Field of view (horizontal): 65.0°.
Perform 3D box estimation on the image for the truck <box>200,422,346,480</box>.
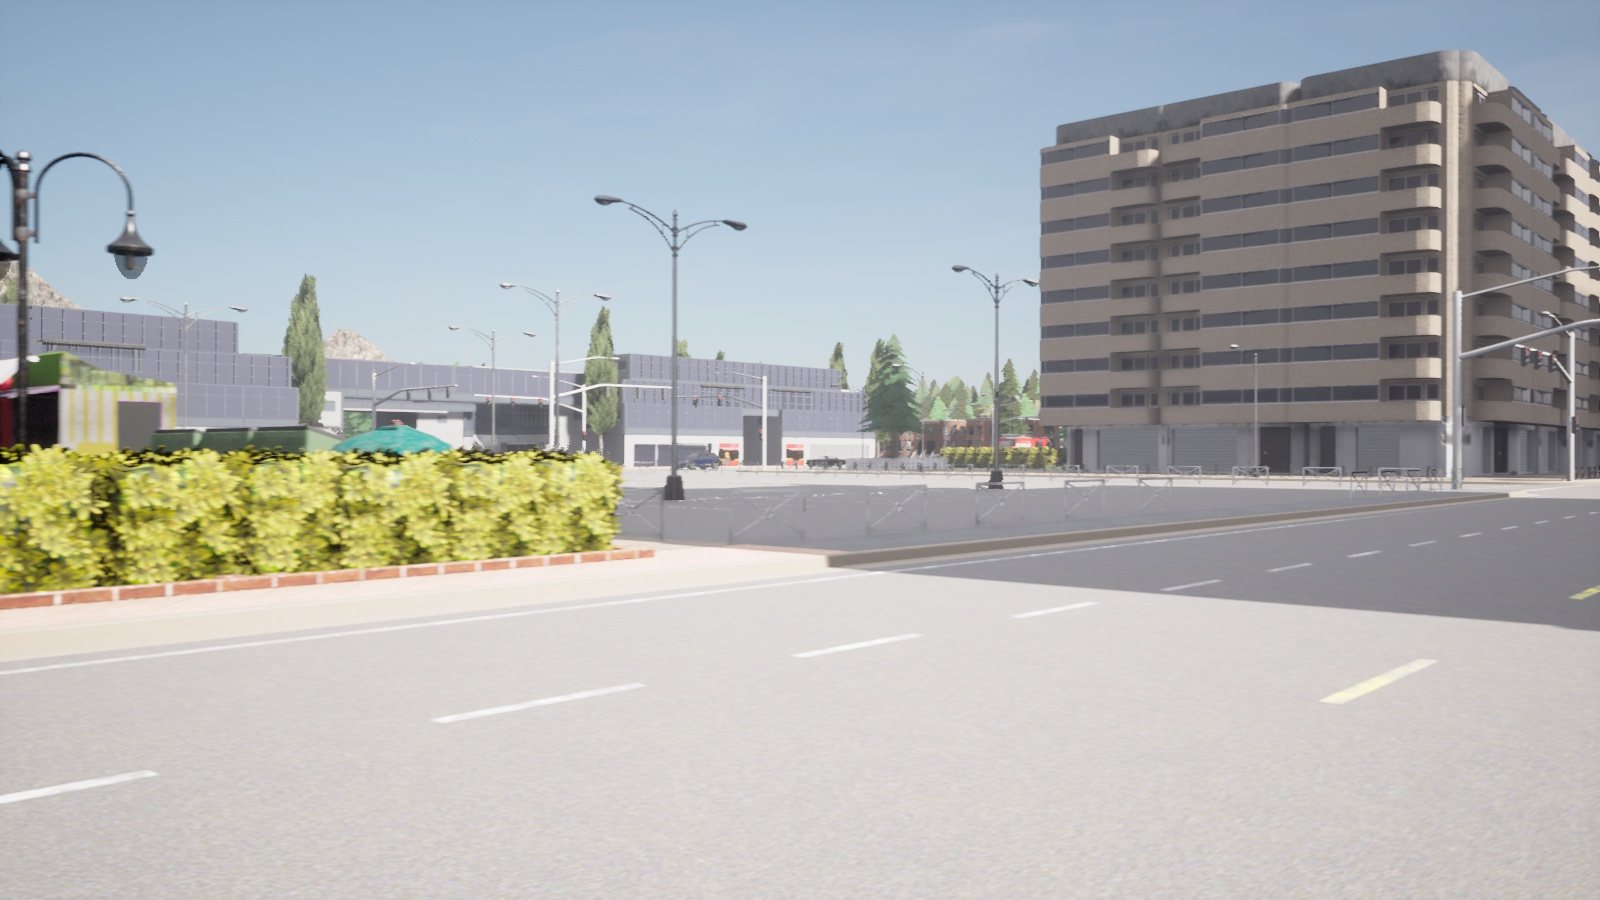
[{"bbox_3d":[-32.842,0.079,78.528,2.891,3.462,7.936,0,0,43],"label":"truck"}]
